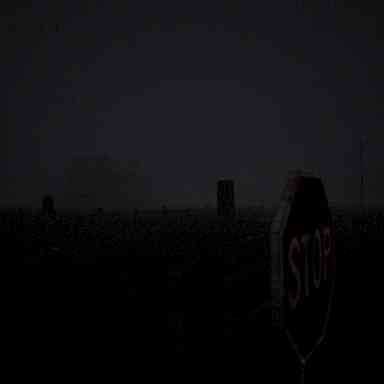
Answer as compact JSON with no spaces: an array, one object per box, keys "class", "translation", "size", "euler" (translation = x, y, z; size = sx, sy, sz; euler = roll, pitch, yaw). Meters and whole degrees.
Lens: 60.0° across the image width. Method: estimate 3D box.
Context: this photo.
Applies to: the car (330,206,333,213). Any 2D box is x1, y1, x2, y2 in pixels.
[{"class":"car","translation":[18.340,2.404,46.772],"size":[1.895,1.301,4.718],"euler":[-1,-1,35]}]
